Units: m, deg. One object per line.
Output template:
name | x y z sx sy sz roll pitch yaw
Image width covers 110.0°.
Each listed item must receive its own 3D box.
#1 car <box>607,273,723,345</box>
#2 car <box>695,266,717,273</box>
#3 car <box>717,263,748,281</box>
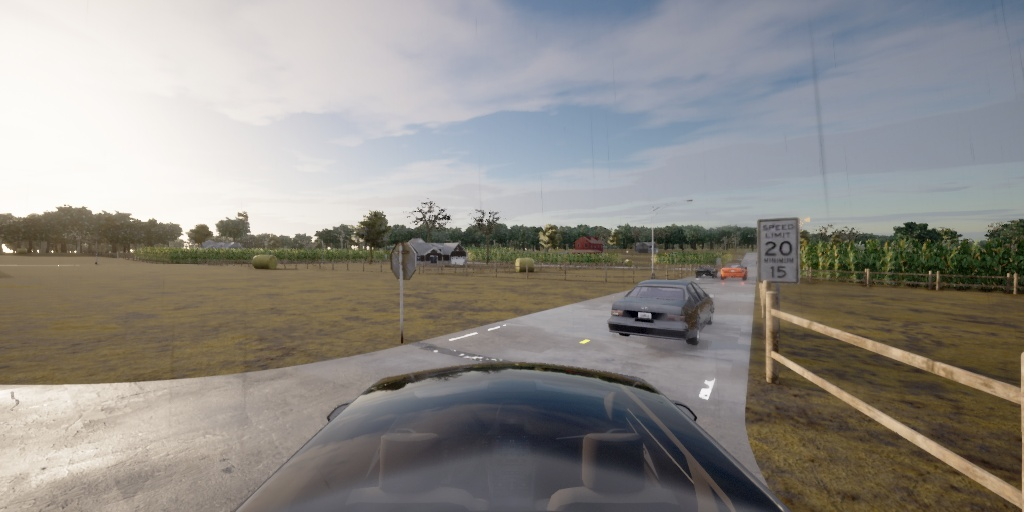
car | 4.280 1.340 9.802 2.033 1.411 5.357 0 0 34
car | 21.912 1.797 40.374 1.895 1.301 4.718 0 -1 34
car | 22.291 1.480 35.966 2.097 1.767 4.553 0 -1 35
